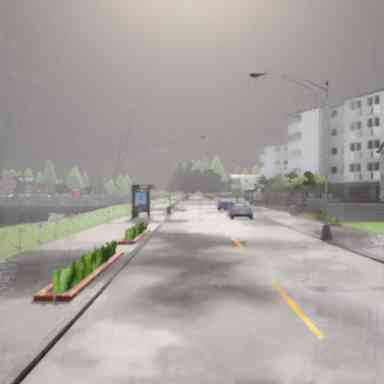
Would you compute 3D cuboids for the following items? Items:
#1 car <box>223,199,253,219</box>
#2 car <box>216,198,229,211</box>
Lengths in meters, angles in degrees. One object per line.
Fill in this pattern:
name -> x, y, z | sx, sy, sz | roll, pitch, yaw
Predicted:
car -> 4.157, 1.603, 29.394 | 1.994, 1.385, 4.181 | 0, 0, 1
car -> 4.182, 1.526, 42.543 | 1.882, 1.535, 5.008 | 0, 0, 1
